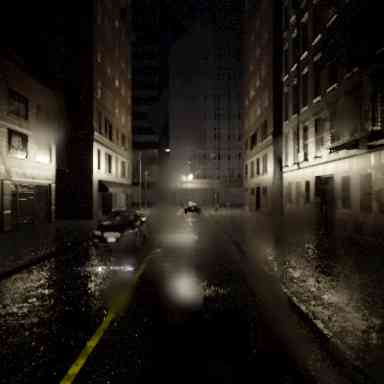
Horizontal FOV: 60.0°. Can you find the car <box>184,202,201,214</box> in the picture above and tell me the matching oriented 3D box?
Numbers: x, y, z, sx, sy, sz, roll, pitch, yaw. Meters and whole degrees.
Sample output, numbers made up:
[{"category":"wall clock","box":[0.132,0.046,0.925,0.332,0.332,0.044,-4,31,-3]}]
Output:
[{"category":"car","box":[0.052,1.914,40.809,1.994,1.385,4.181,0,-1,0]}]

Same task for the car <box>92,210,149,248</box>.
[{"category":"car","box":[-3.116,1.607,15.328,2.128,1.511,4.902,0,0,0]}]
